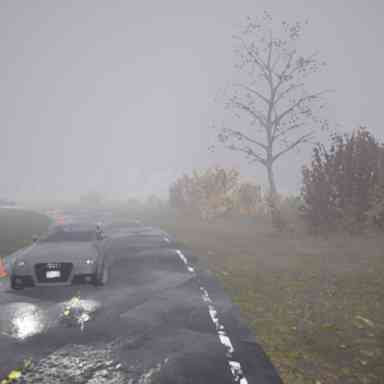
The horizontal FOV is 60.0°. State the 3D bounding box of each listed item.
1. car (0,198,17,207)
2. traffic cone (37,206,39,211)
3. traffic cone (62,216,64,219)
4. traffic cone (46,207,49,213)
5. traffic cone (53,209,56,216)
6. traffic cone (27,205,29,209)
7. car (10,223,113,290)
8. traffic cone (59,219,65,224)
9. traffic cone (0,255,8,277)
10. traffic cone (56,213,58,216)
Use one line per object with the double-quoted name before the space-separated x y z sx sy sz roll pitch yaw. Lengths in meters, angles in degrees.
"car" -29.818 1.609 52.897 4.181 1.385 1.994 0 -1 30
"traffic cone" -18.329 1.957 39.635 0.340 0.580 0.340 1 0 -38
"traffic cone" -8.873 1.955 22.918 0.340 0.580 0.340 0 0 -21
"traffic cone" -15.510 1.953 35.728 0.340 0.580 0.340 1 0 -34
"traffic cone" -12.986 1.951 31.625 0.340 0.580 0.340 1 0 -29
"traffic cone" -21.426 1.962 43.327 0.340 0.580 0.340 1 -1 -42
"car" -3.262 1.571 9.083 1.994 1.385 4.181 0 0 -9
"traffic cone" -7.307 1.958 18.362 0.340 0.580 0.340 0 0 -17
"traffic cone" -5.199 1.958 8.967 0.340 0.580 0.340 0 0 -8
"traffic cone" -10.769 1.952 27.347 0.340 0.580 0.340 0 0 -25
